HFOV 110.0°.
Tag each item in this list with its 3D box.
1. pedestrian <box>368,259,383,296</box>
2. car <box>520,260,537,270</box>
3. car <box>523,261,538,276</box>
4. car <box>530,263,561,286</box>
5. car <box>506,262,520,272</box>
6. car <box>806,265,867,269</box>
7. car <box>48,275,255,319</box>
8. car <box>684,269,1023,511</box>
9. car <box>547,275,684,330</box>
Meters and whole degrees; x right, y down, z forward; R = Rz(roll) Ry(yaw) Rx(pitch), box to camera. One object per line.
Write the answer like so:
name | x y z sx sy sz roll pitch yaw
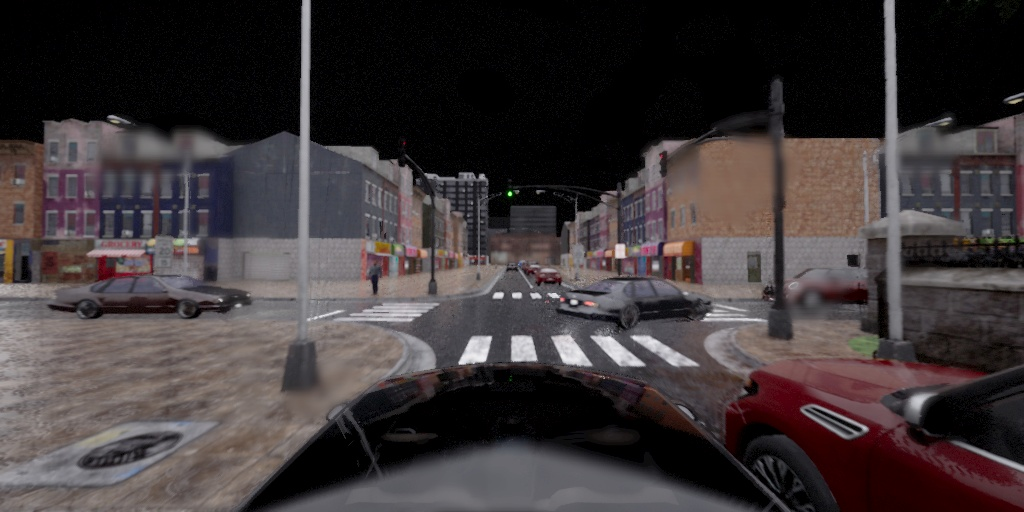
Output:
pedestrian | -6.907 1.057 18.124 0.375 1.860 0.375 0 -1 0
car | 2.668 1.477 48.835 2.192 1.841 5.009 0 0 0
car | 2.665 1.654 43.398 1.888 1.381 4.507 0 0 0
car | 2.654 1.504 27.087 1.888 1.381 4.507 0 0 0
car | 0.038 1.751 57.236 1.837 1.490 4.892 0 -1 0
car | 13.309 1.249 15.268 4.553 1.767 2.097 0 -1 0
car | -12.042 1.343 12.217 5.357 1.411 2.033 0 -1 -4
car | 2.638 1.057 0.659 2.192 1.841 5.009 0 0 0
car | 3.964 1.361 11.251 5.357 1.411 2.033 1 -1 -28
